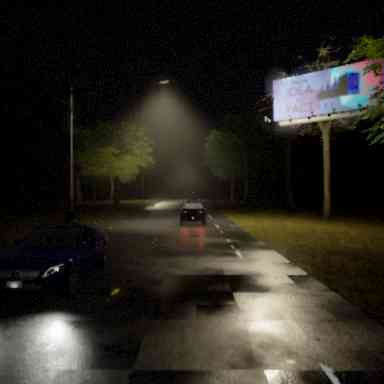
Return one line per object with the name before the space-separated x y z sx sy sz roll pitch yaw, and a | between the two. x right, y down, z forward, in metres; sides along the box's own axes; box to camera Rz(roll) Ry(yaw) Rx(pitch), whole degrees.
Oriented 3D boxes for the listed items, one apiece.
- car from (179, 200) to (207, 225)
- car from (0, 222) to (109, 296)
car | 0.074 1.578 25.051 2.128 1.511 4.902 0 0 0
car | -3.510 1.574 8.902 1.812 1.442 4.674 0 0 0
